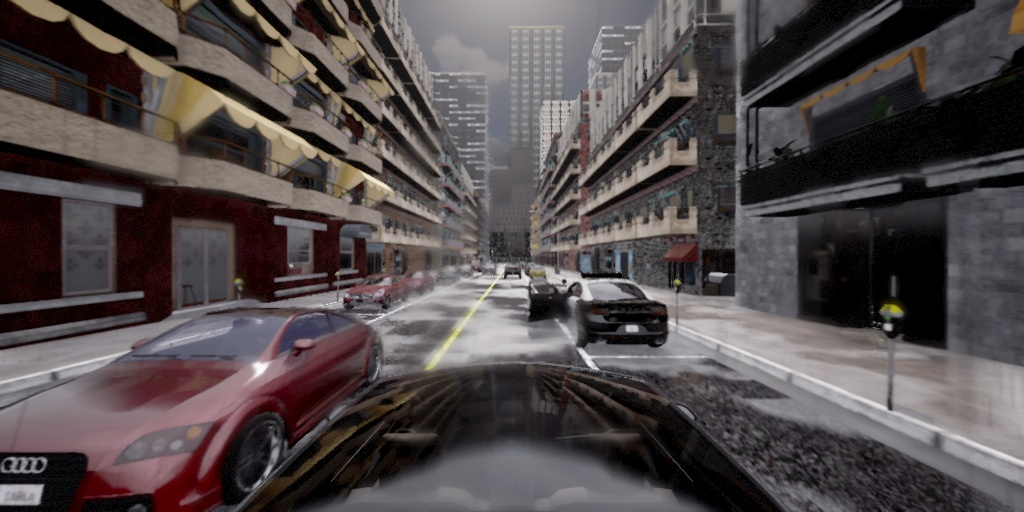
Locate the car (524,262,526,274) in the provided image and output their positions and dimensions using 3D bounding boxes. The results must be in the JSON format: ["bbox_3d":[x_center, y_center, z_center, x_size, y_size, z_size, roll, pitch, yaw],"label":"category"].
[{"bbox_3d":[2.690,1.728,43.519,1.948,1.339,4.313,0,0,0],"label":"car"}]

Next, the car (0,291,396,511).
[{"bbox_3d":[-3.099,1.339,4.253,1.994,1.385,4.181,0,-1,0],"label":"car"}]

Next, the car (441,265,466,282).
[{"bbox_3d":[-5.690,1.602,32.345,2.007,1.370,4.403,0,0,0],"label":"car"}]

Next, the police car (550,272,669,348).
[{"bbox_3d":[2.367,1.253,9.658,1.930,1.638,5.238,0,-1,0],"label":"police car"}]

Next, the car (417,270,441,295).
[{"bbox_3d":[-5.691,1.523,21.141,1.802,1.307,4.207,0,0,0],"label":"car"}]

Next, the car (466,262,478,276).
[{"bbox_3d":[-5.690,1.712,43.548,2.007,1.370,4.403,0,0,0],"label":"car"}]

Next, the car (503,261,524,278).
[{"bbox_3d":[0.081,1.626,39.744,1.837,1.490,4.892,0,-1,0],"label":"car"}]

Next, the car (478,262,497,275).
[{"bbox_3d":[-2.999,1.821,48.207,2.033,1.411,5.357,0,-1,0],"label":"car"}]

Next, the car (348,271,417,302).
[{"bbox_3d":[-5.691,1.468,15.539,1.802,1.307,4.207,0,0,0],"label":"car"}]

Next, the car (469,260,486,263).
[{"bbox_3d":[-5.690,1.588,54.752,2.192,1.841,5.009,0,0,0],"label":"car"}]

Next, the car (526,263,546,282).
[{"bbox_3d":[2.690,1.632,38.087,1.751,1.417,4.829,0,0,0],"label":"car"}]
